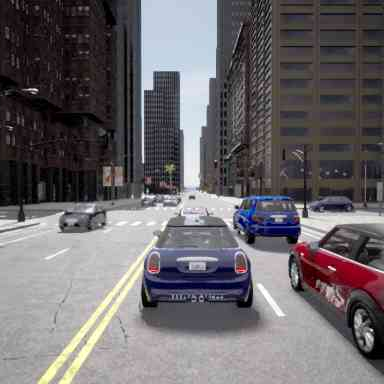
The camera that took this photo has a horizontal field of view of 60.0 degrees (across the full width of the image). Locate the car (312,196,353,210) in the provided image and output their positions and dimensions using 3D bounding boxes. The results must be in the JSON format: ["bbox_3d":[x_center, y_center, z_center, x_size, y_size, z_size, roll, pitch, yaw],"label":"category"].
[{"bbox_3d":[16.678,1.323,39.578,4.097,1.590,1.967,0,1,0],"label":"car"}]

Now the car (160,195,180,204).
[{"bbox_3d":[-3.346,1.565,51.532,1.895,1.301,4.718,0,0,3],"label":"car"}]

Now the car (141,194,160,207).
[{"bbox_3d":[-6.595,1.456,50.884,2.128,1.511,4.902,0,0,0],"label":"car"}]

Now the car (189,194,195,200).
[{"bbox_3d":[-0.001,1.456,92.237,1.837,1.490,4.892,0,0,0],"label":"car"}]

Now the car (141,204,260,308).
[{"bbox_3d":[0.095,1.348,8.084,2.097,1.767,4.553,0,0,0],"label":"car"}]

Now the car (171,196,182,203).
[{"bbox_3d":[-3.251,1.510,70.761,1.994,1.385,4.181,0,0,0],"label":"car"}]

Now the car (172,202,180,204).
[{"bbox_3d":[0.093,1.480,17.021,2.128,1.511,4.902,0,0,0],"label":"car"}]

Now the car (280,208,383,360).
[{"bbox_3d":[3.345,1.349,6.125,2.097,1.767,4.553,0,0,0],"label":"car"}]

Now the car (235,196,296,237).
[{"bbox_3d":[3.352,1.211,15.835,2.150,2.045,5.566,0,0,-2],"label":"car"}]

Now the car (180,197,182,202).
[{"bbox_3d":[-3.319,1.525,60.912,1.994,1.385,4.181,0,0,1],"label":"car"}]

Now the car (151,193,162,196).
[{"bbox_3d":[-6.537,1.311,65.832,2.097,1.767,4.553,0,0,1],"label":"car"}]

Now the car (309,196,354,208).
[{"bbox_3d":[15.352,1.277,36.877,4.553,1.767,2.097,0,1,-1],"label":"car"}]

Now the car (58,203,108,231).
[{"bbox_3d":[-6.600,1.477,20.593,2.128,1.511,4.902,0,0,0],"label":"car"}]
